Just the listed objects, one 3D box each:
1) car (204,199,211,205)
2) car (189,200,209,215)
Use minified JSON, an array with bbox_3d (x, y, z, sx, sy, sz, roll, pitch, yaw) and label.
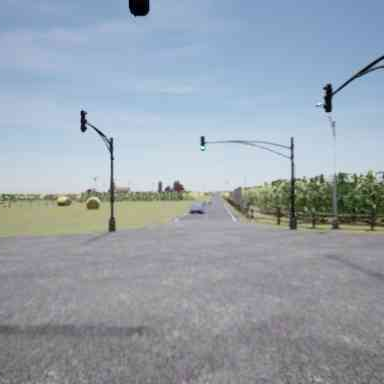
[{"bbox_3d":[3.677,2.379,79.621,2.128,1.511,4.902,0,-1,5],"label":"car"},{"bbox_3d":[0.663,2.062,41.619,2.033,1.411,5.357,0,0,5],"label":"car"}]
